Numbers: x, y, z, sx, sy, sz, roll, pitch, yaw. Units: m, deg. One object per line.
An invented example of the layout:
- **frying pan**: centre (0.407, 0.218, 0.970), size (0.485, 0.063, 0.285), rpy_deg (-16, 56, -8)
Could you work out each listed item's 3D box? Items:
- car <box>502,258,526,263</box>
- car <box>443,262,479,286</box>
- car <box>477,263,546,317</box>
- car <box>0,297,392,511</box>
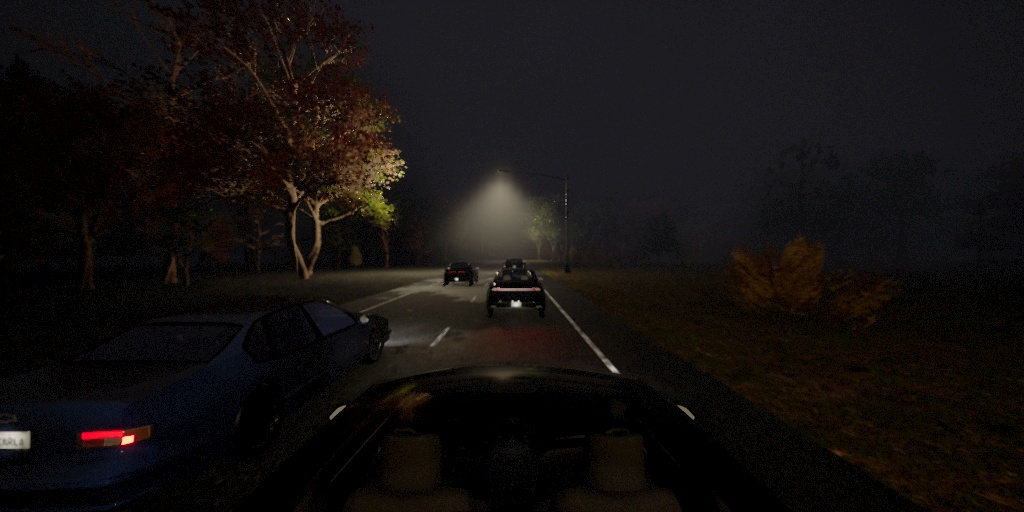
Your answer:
- **car**: centre (0.185, 0.938, 31.869), size (2.097, 1.767, 4.553), rpy_deg (0, 0, 0)
- **car**: centre (-3.336, 1.131, 24.027), size (1.837, 1.490, 4.892), rpy_deg (0, 0, 0)
- **car**: centre (0.129, 1.181, 12.815), size (2.128, 1.511, 4.902), rpy_deg (0, 0, 0)
- **car**: centre (-3.391, 1.278, 4.935), size (2.033, 1.411, 5.357), rpy_deg (0, 0, 0)
